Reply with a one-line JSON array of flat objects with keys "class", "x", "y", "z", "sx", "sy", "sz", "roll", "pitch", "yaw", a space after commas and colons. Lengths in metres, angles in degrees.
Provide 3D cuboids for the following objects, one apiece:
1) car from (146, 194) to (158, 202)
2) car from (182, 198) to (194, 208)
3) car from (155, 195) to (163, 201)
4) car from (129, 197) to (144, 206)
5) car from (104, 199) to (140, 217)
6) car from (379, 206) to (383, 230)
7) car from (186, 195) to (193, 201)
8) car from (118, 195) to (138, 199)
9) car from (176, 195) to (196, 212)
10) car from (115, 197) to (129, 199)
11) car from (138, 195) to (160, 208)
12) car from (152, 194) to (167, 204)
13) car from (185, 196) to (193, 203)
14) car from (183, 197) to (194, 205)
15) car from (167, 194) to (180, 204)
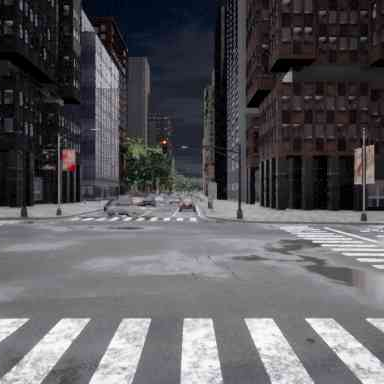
[{"class": "car", "x": -9.213, "y": 1.411, "z": 76.999, "sx": 2.192, "sy": 1.841, "sz": 5.009, "roll": 0, "pitch": 0, "yaw": 0}, {"class": "car", "x": -0.570, "y": 1.611, "z": 49.900, "sx": 1.802, "sy": 1.307, "sz": 4.206, "roll": 0, "pitch": 0, "yaw": 0}, {"class": "car", "x": -9.282, "y": 1.689, "z": 93.276, "sx": 1.887, "sy": 1.381, "sz": 4.507, "roll": 0, "pitch": 0, "yaw": 0}, {"class": "car", "x": -9.118, "y": 1.566, "z": 55.124, "sx": 1.752, "sy": 1.417, "sz": 4.829, "roll": 0, "pitch": 0, "yaw": 0}, {"class": "car", "x": -6.458, "y": 1.589, "z": 30.984, "sx": 1.895, "sy": 1.301, "sz": 4.718, "roll": 0, "pitch": 0, "yaw": 1}, {"class": "car", "x": 14.844, "y": 1.723, "z": 20.974, "sx": 4.902, "sy": 1.511, "sz": 2.128, "roll": 1, "pitch": 0, "yaw": 0}, {"class": "car", "x": -0.758, "y": 1.689, "z": 93.300, "sx": 1.887, "sy": 1.381, "sz": 4.507, "roll": 0, "pitch": 0, "yaw": 0}, {"class": "car", "x": -9.073, "y": 1.332, "z": 44.443, "sx": 2.192, "sy": 1.841, "sz": 5.009, "roll": 0, "pitch": 0, "yaw": 0}, {"class": "car", "x": -0.524, "y": 1.445, "z": 39.051, "sx": 1.967, "sy": 1.590, "sz": 4.097, "roll": 0, "pitch": 0, "yaw": 0}, {"class": "car", "x": -9.049, "y": 1.571, "z": 39.017, "sx": 1.947, "sy": 1.339, "sz": 4.313, "roll": 0, "pitch": 0, "yaw": 0}, {"class": "car", "x": -6.426, "y": 1.577, "z": 49.992, "sx": 2.033, "sy": 1.411, "sz": 5.357, "roll": 0, "pitch": 0, "yaw": 0}, {"class": "car", "x": -6.422, "y": 1.592, "z": 65.643, "sx": 1.812, "sy": 1.442, "sz": 4.674, "roll": 0, "pitch": 0, "yaw": 0}, {"class": "car", "x": -0.665, "y": 1.607, "z": 71.770, "sx": 1.752, "sy": 1.417, "sz": 4.829, "roll": 0, "pitch": 0, "yaw": 0}, {"class": "car", "x": -0.617, "y": 1.599, "z": 60.750, "sx": 1.887, "sy": 1.381, "sz": 4.507, "roll": 0, "pitch": 0, "yaw": 0}, {"class": "car", "x": -3.398, "y": 1.667, "z": 65.653, "sx": 1.895, "sy": 1.301, "sz": 4.718, "roll": 0, "pitch": 0, "yaw": 0}]
